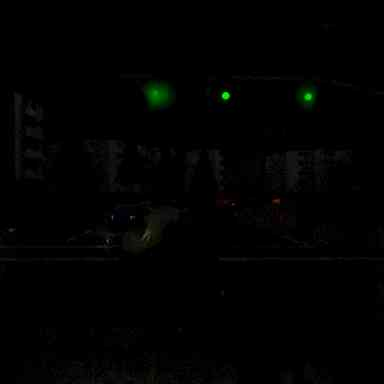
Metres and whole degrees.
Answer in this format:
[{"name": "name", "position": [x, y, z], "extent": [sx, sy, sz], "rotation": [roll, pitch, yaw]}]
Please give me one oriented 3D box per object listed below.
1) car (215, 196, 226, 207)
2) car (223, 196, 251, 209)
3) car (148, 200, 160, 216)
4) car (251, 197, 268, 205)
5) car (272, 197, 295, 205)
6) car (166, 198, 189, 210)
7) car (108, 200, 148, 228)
[{"name": "car", "position": [5.399, 1.407, 52.191], "extent": [2.097, 1.767, 4.553], "rotation": [0, 0, 33]}, {"name": "car", "position": [6.236, 1.614, 45.799], "extent": [1.994, 1.385, 4.181], "rotation": [0, 0, 24]}, {"name": "car", "position": [-4.356, 1.550, 32.847], "extent": [1.812, 1.442, 4.674], "rotation": [0, 0, 4]}, {"name": "car", "position": [11.702, 1.597, 59.976], "extent": [4.674, 1.442, 1.812], "rotation": [0, 0, -41]}, {"name": "car", "position": [16.487, 1.555, 59.566], "extent": [5.008, 1.535, 1.882], "rotation": [0, 0, -38]}, {"name": "car", "position": [-1.918, 1.541, 44.709], "extent": [1.837, 1.490, 4.892], "rotation": [0, 0, 20]}, {"name": "car", "position": [-4.363, 1.492, 22.607], "extent": [1.882, 1.535, 5.008], "rotation": [0, 0, -2]}]
